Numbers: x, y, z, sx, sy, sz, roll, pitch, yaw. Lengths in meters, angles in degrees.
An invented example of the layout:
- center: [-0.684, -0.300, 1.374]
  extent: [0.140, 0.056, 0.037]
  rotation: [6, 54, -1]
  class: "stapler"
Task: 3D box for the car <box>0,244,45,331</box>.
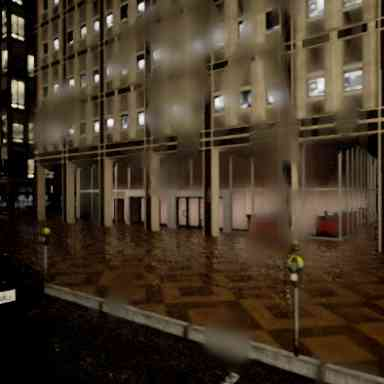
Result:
- center: [-4.405, 1.558, 6.021]
  extent: [4.313, 1.339, 1.947]
  rotation: [0, 0, 36]
  class: "car"
